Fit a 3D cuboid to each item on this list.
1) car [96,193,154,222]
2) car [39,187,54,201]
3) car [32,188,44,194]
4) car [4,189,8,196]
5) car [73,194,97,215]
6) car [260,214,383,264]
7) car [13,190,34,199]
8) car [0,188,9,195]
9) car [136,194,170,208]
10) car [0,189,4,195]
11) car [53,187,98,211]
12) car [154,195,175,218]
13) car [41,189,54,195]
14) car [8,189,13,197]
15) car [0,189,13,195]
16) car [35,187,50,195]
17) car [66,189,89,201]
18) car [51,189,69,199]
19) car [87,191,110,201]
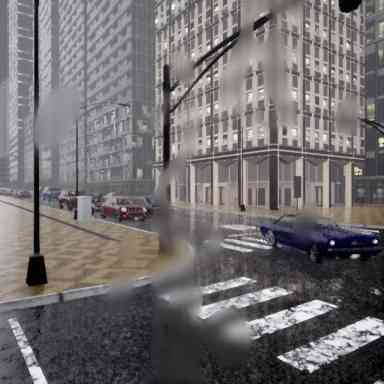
[{"bbox_3d":[-4.586,1.068,22.243,1.967,1.590,4.097,1,0,-36],"label":"car"},{"bbox_3d":[-20.206,0.254,48.671,2.150,2.045,5.566,0,1,-35],"label":"car"},{"bbox_3d":[-39.976,-0.213,86.130,1.947,1.339,4.313,1,0,-36],"label":"car"},{"bbox_3d":[-33.772,0.208,63.049,1.887,1.381,4.507,1,0,-36],"label":"car"},{"bbox_3d":[-7.833,1.103,26.778,1.802,1.307,4.206,1,0,-36],"label":"car"},{"bbox_3d":[4.197,1.492,11.663,1.895,1.301,4.718,0,1,-13],"label":"car"},{"bbox_3d":[-27.287,0.422,53.981,1.887,1.381,4.507,1,0,-36],"label":"car"},{"bbox_3d":[-43.500,-0.113,76.651,1.887,1.381,4.507,1,0,-36],"label":"car"},{"bbox_3d":[-4.295,0.982,36.237,1.802,1.307,4.206,1,0,-36],"label":"car"},{"bbox_3d":[-37.015,0.107,67.583,2.008,1.369,4.403,1,0,-36],"label":"car"},{"bbox_3d":[-11.068,0.729,31.311,2.192,1.841,5.009,1,0,-36],"label":"car"},{"bbox_3d":[-3.074,1.098,24.556,2.128,1.511,4.902,0,1,-36],"label":"car"},{"bbox_3d":[-33.488,-0.020,77.058,1.887,1.381,4.507,1,0,-36],"label":"car"},{"bbox_3d":[-30.529,0.321,58.515,2.008,1.369,4.403,1,0,-36],"label":"car"},{"bbox_3d":[-40.258,0.015,72.117,1.947,1.339,4.313,1,0,-36],"label":"car"},{"bbox_3d":[-36.726,-0.357,81.593,2.192,1.841,5.009,1,0,-36],"label":"car"},{"bbox_3d":[-17.163,0.400,49.753,2.097,1.767,4.553,0,1,-36],"label":"car"},{"bbox_3d":[-23.107,0.329,58.067,1.882,1.535,5.008,0,1,-36],"label":"car"},{"bbox_3d":[-14.026,0.643,49.845,1.947,1.339,4.313,1,0,-36],"label":"car"}]
